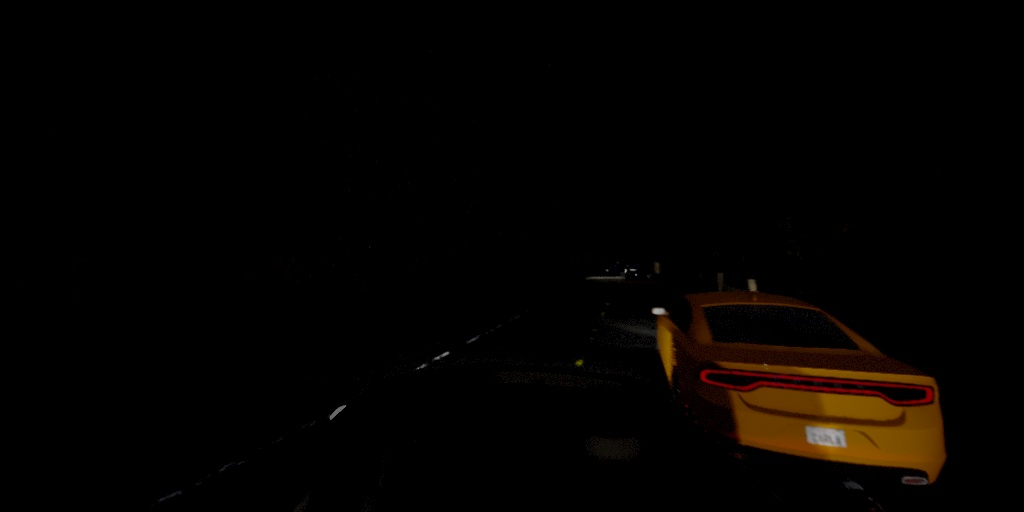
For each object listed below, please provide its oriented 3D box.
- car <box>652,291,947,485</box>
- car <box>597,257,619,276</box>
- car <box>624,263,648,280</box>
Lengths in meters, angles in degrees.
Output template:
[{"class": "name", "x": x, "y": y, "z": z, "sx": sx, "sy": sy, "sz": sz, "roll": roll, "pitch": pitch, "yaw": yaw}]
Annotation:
[{"class": "car", "x": 3.149, "y": 1.231, "z": 5.074, "sx": 1.882, "sy": 1.535, "sz": 5.008, "roll": -1, "pitch": 0, "yaw": 18}, {"class": "car", "x": 10.957, "y": 1.183, "z": 40.787, "sx": 2.150, "sy": 2.045, "sz": 5.566, "roll": -1, "pitch": 0, "yaw": 18}, {"class": "car", "x": 11.372, "y": 1.395, "z": 32.932, "sx": 2.128, "sy": 1.511, "sz": 4.902, "roll": -1, "pitch": 0, "yaw": 18}]
